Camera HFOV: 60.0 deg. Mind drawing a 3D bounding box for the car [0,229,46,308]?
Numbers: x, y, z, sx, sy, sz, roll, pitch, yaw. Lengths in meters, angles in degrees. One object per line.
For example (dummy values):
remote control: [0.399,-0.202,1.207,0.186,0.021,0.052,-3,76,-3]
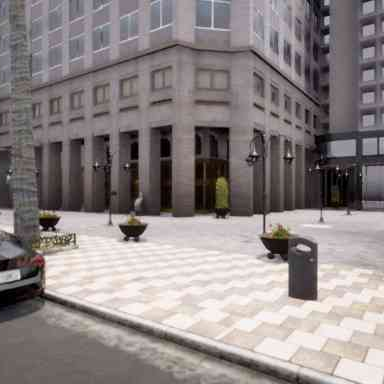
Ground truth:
car: [-5.085,1.509,7.118,4.786,1.482,2.161,0,0,35]
